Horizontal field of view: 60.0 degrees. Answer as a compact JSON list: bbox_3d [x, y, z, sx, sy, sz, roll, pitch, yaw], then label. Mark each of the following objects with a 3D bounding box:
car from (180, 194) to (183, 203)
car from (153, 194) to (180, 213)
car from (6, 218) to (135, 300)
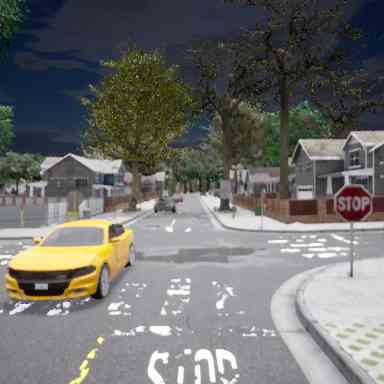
[{"bbox_3d":[-2.586,1.077,58.603,1.882,1.535,5.008,0,1,0],"label":"car"},{"bbox_3d":[-2.657,1.183,33.620,2.097,1.767,4.553,0,0,0],"label":"car"},{"bbox_3d":[-2.742,1.486,8.571,1.882,1.535,5.008,-1,-1,0],"label":"car"}]
